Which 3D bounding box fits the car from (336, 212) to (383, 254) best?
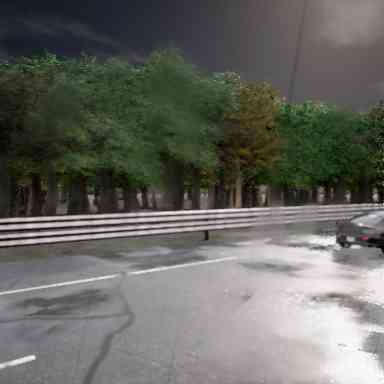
[{"bbox_3d":[7.546,1.503,13.066,4.674,1.442,1.812,0,0,-34],"label":"car"}]
